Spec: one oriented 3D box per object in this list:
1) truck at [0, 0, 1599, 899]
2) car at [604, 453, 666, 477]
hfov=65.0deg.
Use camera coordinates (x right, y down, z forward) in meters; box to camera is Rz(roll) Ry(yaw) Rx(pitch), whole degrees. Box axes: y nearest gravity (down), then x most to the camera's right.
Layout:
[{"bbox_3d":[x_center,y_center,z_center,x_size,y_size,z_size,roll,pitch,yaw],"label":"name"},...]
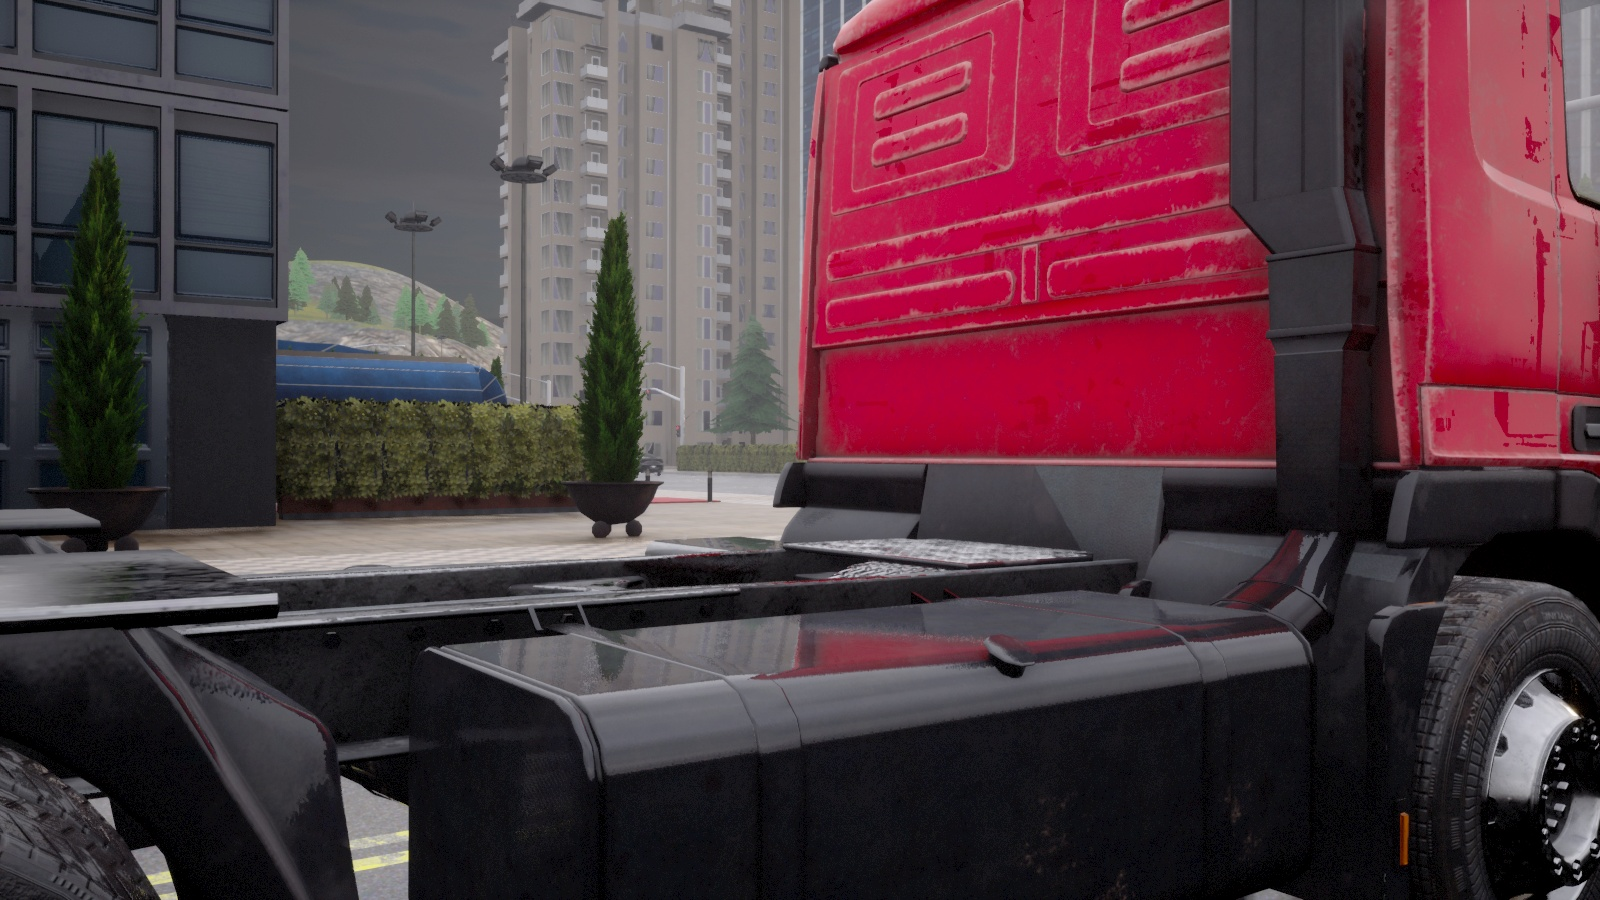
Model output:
[{"bbox_3d":[-0.663,-0.228,3.201,7.936,3.462,2.891,0,0,-35],"label":"truck"},{"bbox_3d":[-10.635,0.942,80.642,1.882,1.535,5.008,0,0,-35],"label":"car"}]
